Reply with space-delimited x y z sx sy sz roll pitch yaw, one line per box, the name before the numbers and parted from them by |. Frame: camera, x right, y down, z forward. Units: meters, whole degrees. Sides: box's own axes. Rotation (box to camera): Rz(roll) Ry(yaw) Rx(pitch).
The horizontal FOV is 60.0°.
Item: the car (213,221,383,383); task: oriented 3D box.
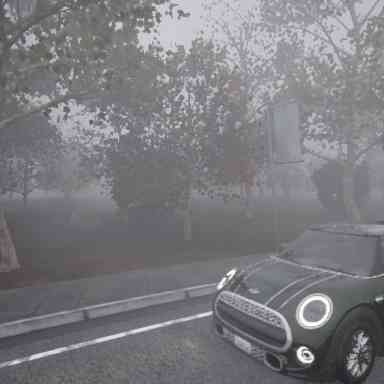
car | 2.546 1.320 5.393 4.553 1.767 2.097 0 1 -32
